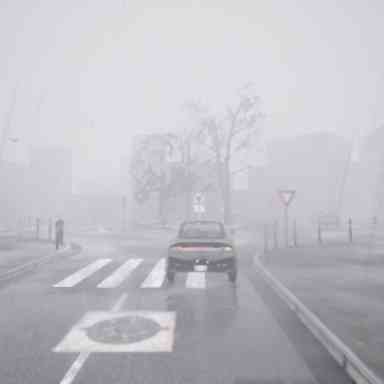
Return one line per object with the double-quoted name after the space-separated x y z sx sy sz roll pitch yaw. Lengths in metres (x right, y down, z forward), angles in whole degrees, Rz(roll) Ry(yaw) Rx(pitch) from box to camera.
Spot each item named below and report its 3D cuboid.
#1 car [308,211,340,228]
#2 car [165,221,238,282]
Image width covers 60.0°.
12.333 2.545 31.335 2.128 1.511 4.902 0 -3 6 "car"
0.329 1.625 10.156 2.128 1.511 4.902 0 -2 3 "car"
